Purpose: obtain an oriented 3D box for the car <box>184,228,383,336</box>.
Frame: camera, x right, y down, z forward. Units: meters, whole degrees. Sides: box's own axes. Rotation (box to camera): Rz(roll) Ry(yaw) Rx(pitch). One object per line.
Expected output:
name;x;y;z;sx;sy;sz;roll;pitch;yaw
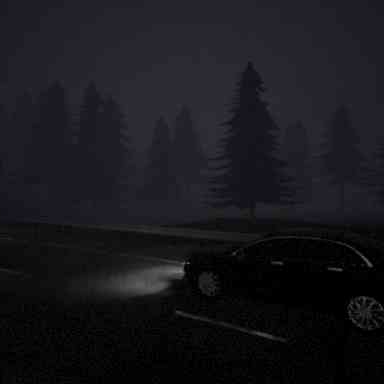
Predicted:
car;2.070;1.492;6.691;4.892;1.490;1.837;0;0;35
